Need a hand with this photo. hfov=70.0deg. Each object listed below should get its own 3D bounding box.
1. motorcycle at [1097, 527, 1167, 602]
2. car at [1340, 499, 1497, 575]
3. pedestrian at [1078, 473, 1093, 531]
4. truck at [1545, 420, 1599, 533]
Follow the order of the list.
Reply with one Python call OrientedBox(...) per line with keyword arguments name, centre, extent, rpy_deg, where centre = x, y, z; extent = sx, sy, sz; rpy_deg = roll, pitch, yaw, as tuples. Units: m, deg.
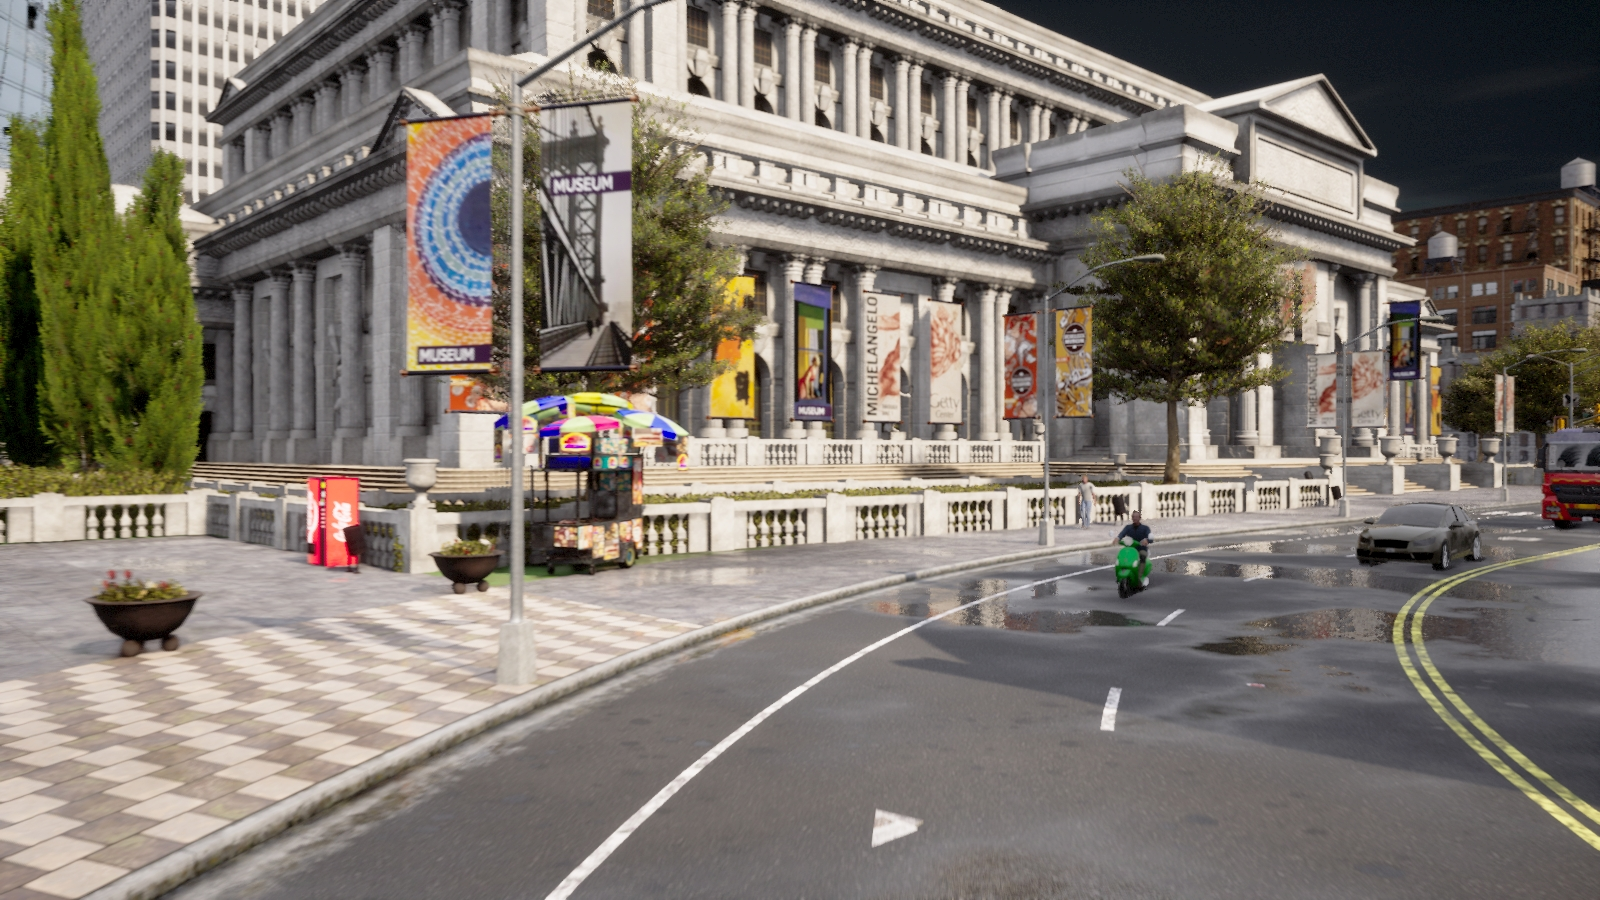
OrientedBox(name="motorcycle", centre=(6.437, 2.184, 22.097), extent=(0.856, 1.236, 1.805), rpy_deg=(1, 1, 31))
OrientedBox(name="car", centre=(15.299, 2.066, 28.146), extent=(2.231, 1.480, 4.892), rpy_deg=(0, 0, 43))
OrientedBox(name="pedestrian", centre=(9.382, 1.699, 37.513), extent=(0.375, 1.860, 0.375), rpy_deg=(0, 0, 34))
OrientedBox(name="truck", centre=(30.026, 0.900, 41.401), extent=(8.468, 3.827, 2.891), rpy_deg=(0, 0, -41))
